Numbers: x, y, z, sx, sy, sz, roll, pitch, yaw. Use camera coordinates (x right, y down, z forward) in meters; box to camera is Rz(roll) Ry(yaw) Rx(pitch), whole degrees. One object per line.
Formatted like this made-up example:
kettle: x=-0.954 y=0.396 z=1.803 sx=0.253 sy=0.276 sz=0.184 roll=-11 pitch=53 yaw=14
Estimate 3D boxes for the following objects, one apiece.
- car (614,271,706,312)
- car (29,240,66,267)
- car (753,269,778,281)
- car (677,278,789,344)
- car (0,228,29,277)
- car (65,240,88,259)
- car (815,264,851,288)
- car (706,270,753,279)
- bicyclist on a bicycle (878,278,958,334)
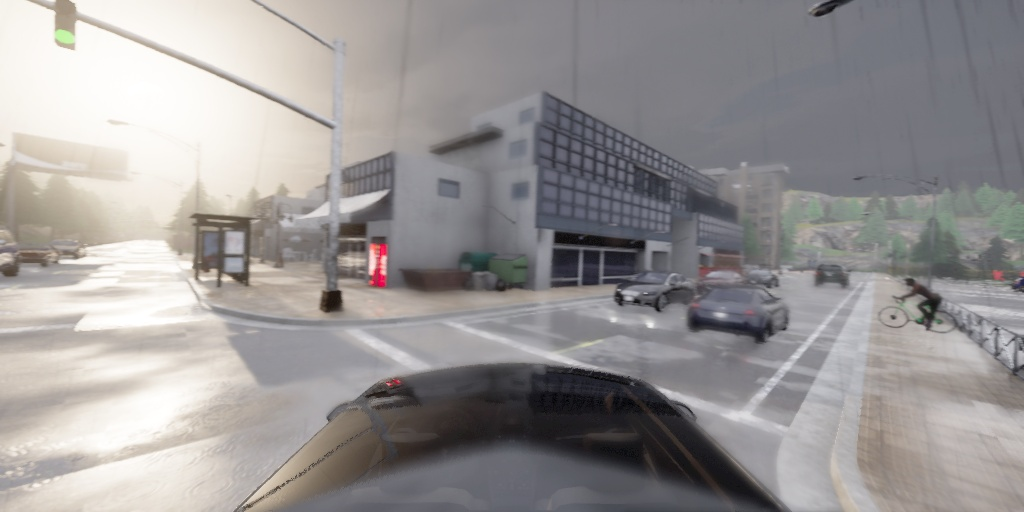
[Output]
car: x=6.210 y=1.399 z=15.378 sx=4.902 sy=1.511 sz=2.128 roll=1 pitch=1 yaw=-44
car: x=-27.706 y=-0.102 z=20.561 sx=1.895 sy=1.301 sz=4.718 roll=1 pitch=1 yaw=-44
car: x=20.257 y=1.786 z=29.148 sx=4.674 sy=1.442 sz=1.812 roll=1 pitch=1 yaw=-44
car: x=6.933 y=1.569 z=10.878 sx=4.181 sy=1.385 sz=1.994 roll=1 pitch=1 yaw=-45
car: x=-20.793 y=-0.097 z=13.473 sx=2.150 sy=2.045 sz=5.566 roll=1 pitch=1 yaw=-44
car: x=-35.046 y=-0.564 z=28.164 sx=2.033 sy=1.411 sz=5.357 roll=1 pitch=1 yaw=-43
car: x=29.888 y=1.804 z=33.442 sx=5.566 sy=2.045 sz=2.150 roll=1 pitch=2 yaw=-44
car: x=12.892 y=1.601 z=21.936 sx=4.674 sy=1.442 sz=1.812 roll=1 pitch=1 yaw=-44
bicyclist on a bicycle: x=12.615 y=1.528 z=11.177 sx=0.582 sy=1.620 sz=1.656 roll=1 pitch=1 yaw=-44
